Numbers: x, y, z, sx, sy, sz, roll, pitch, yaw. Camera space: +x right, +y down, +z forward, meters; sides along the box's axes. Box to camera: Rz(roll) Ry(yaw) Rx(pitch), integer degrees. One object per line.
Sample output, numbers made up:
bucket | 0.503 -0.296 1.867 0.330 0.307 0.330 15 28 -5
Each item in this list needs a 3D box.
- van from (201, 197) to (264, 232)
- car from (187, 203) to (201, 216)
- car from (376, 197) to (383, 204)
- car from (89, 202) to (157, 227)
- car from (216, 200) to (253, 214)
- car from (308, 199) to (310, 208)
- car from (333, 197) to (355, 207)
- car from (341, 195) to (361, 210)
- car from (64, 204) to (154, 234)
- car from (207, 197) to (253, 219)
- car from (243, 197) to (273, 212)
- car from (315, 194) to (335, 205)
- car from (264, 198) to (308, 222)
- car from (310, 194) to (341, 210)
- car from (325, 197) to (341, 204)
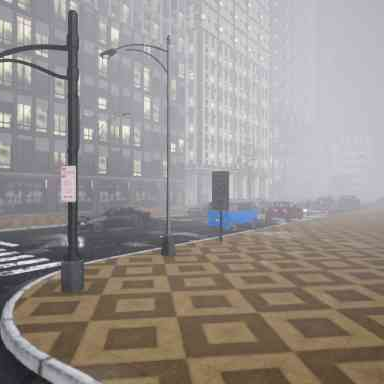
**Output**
van | 2.576 1.368 20.278 1.690 1.788 3.998 0 0 38
car | 1.287 1.604 31.714 1.802 1.307 4.206 0 0 38
car | 38.053 1.658 66.607 1.947 1.339 4.313 0 0 38
car | -4.816 1.540 23.987 1.752 1.417 4.829 0 0 38
car | 4.678 1.571 36.125 1.887 1.381 4.507 0 0 38
car | 15.590 1.608 46.124 1.994 1.385 4.181 0 0 38
car | 23.956 1.552 52.312 2.128 1.511 4.902 0 0 37
car | 21.098 1.368 44.554 2.192 1.841 5.009 0 0 38
car | -4.748 1.563 19.818 2.033 1.411 5.357 0 0 38
car | 3.565 1.378 30.626 2.097 1.767 4.553 0 0 38
car | 8.069 1.471 40.536 1.967 1.590 4.097 0 0 38
car | 25.025 1.380 62.591 2.192 1.841 5.009 0 0 38
car | 7.534 1.472 26.910 1.967 1.590 4.097 0 0 38
car | 17.907 1.400 44.449 2.097 1.767 4.553 0 0 38
car | 28.416 1.624 67.001 2.008 1.369 4.403 0 0 38
